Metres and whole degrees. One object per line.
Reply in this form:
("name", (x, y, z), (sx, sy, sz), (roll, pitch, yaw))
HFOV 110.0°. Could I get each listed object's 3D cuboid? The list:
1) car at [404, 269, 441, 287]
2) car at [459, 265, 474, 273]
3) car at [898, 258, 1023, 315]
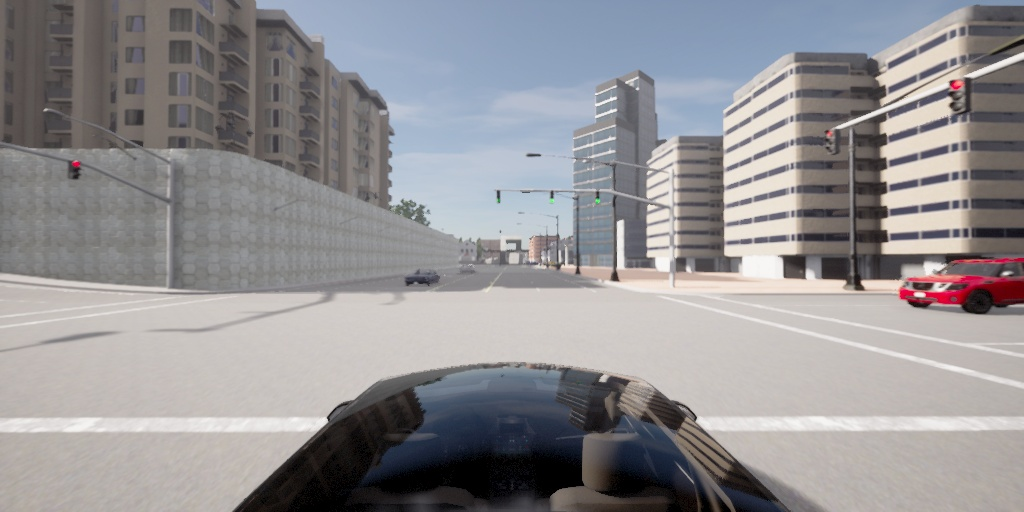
("car", (-6.968, 1.686, 28.221), (1.895, 1.301, 4.718), (0, 0, 0))
("car", (-6.995, 1.994, 55.614), (1.895, 1.301, 4.718), (0, -1, 0))
("car", (18.640, 1.109, 13.997), (5.566, 2.045, 2.150), (-1, -1, 0))
